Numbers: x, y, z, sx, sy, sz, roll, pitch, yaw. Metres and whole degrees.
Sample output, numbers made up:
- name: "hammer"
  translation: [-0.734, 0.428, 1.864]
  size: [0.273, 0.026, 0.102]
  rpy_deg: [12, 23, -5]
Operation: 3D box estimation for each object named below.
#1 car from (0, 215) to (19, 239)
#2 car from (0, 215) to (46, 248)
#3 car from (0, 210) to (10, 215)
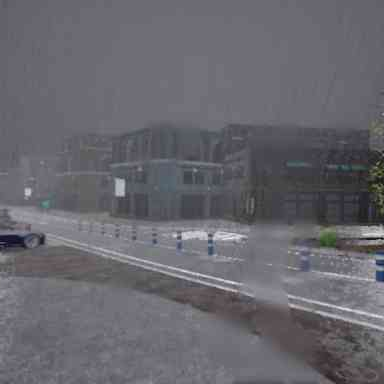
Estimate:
- name: "car"
  translation: [-14.471, 2.417, 22.130]
  size: [5.008, 1.535, 2.097]
  rpy_deg: [1, -3, -37]
- name: "car"
  translation: [-9.407, 2.032, 15.502]
  size: [4.792, 1.488, 2.163]
  rpy_deg: [1, -3, -37]
- name: "car"
  translation: [-12.823, 2.158, 19.903]
  size: [4.553, 1.767, 2.185]
  rpy_deg: [1, -3, -37]
